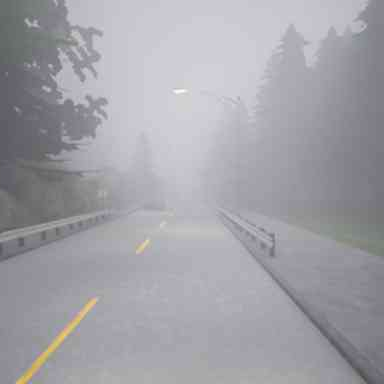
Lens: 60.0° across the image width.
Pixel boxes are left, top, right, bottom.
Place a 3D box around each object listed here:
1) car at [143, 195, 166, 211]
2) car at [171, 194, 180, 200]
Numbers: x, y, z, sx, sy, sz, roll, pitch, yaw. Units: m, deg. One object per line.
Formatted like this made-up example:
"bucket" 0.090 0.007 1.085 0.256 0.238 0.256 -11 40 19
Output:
"car" -4.027 1.140 36.476 2.097 1.767 4.553 0 0 1
"car" -3.763 1.151 76.875 1.882 1.535 5.008 0 0 0
